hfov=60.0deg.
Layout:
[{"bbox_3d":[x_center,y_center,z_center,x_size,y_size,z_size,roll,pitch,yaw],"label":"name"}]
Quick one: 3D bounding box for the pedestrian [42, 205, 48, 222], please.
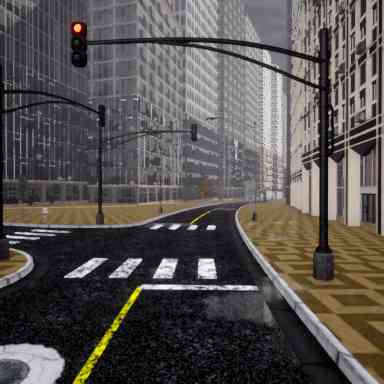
[{"bbox_3d":[-9.293,1.344,21.036,0.500,1.100,0.500,0,0,17],"label":"pedestrian"}]
